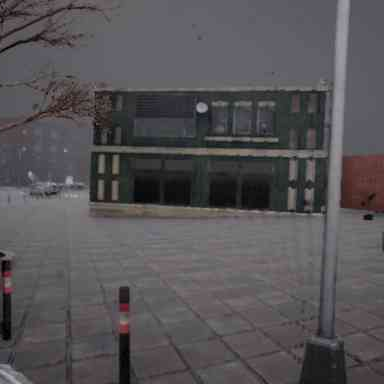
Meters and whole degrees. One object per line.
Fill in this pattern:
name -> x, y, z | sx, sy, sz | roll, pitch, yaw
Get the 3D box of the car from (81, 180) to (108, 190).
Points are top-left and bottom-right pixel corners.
car -> -22.328, -1.704, 76.480 | 5.566, 2.045, 2.435 | 3, 2, 19

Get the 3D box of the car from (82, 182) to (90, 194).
car -> -15.974, -0.428, 56.689 | 1.882, 1.535, 5.008 | 3, 2, 19

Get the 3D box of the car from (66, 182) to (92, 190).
car -> -24.125, -1.303, 71.277 | 4.892, 1.521, 2.231 | 3, 2, 19

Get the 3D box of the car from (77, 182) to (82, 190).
car -> -24.990, -1.358, 68.651 | 4.553, 1.767, 2.185 | 3, 2, 19

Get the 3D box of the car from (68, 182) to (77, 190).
car -> -25.927, -1.127, 66.062 | 4.674, 1.452, 2.002 | 3, 2, 19

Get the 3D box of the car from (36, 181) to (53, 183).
car -> -27.702, -1.161, 60.835 | 4.553, 1.767, 2.185 | 3, 2, 19

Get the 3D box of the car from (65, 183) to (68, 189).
car -> -26.836, -1.100, 63.460 | 5.008, 1.535, 2.097 | 3, 2, 19

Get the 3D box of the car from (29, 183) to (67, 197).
car -> -19.591, -0.122, 44.562 | 2.128, 1.511, 4.902 | 3, 2, 14
